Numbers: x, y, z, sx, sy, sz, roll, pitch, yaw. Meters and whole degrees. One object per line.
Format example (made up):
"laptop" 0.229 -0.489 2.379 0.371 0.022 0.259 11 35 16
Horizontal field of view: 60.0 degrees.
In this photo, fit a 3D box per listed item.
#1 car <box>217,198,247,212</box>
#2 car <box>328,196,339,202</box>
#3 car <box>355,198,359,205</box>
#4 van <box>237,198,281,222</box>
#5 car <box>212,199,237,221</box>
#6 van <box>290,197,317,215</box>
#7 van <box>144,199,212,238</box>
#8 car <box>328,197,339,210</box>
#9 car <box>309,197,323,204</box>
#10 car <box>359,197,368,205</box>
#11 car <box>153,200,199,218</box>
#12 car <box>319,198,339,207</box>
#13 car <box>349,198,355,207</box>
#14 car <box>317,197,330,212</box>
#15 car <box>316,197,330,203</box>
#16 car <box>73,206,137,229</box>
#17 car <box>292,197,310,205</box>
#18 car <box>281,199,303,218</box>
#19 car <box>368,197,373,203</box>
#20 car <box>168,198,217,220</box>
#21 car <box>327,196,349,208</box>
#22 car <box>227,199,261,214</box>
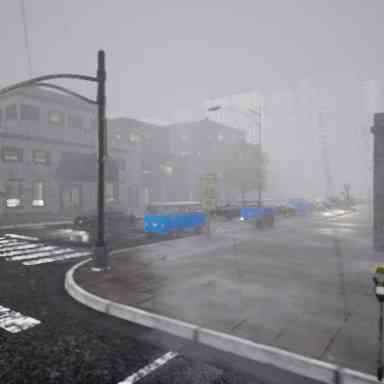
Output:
"car" 5.028 1.530 41.063 1.967 1.590 4.097 0 0 35
"car" 36.754 1.738 86.254 1.967 1.590 4.097 0 0 35
"car" 27.837 1.763 58.968 1.752 1.417 4.829 0 0 35
"van" 5.531 1.449 27.194 1.690 1.788 3.998 0 0 35
"car" 3.203 1.583 28.385 2.128 1.511 4.902 0 0 35
"van" 11.876 1.483 36.232 1.690 1.788 3.998 0 0 35
"van" -0.814 1.420 18.155 1.690 1.788 3.998 0 0 35
"car" 18.221 1.743 45.270 1.947 1.339 4.313 0 0 35
"car" 27.138 1.753 72.557 1.752 1.417 4.829 0 0 35
"car" 34.085 1.825 67.867 1.887 1.381 4.507 0 0 35
"car" -1.416 1.582 31.884 1.752 1.417 4.829 0 0 35
"car" 23.706 1.756 57.583 2.033 1.411 5.357 0 0 35
"car" 24.568 1.531 54.310 2.192 1.841 5.009 0 0 35
"car" 15.146 1.685 40.891 1.752 1.417 4.829 0 0 35
"car" 30.408 1.817 77.216 1.947 1.339 4.313 0 0 35
"car" -5.524 1.607 21.522 1.994 1.385 4.181 0 0 35
"car" 20.891 1.730 63.658 1.887 1.381 4.507 0 0 35
"car" 8.703 1.669 31.712 1.887 1.381 4.507 0 0 35
"car" 43.603 1.915 81.425 1.947 1.339 4.313 0 0 35
"car" 0.099 1.421 29.527 2.097 1.767 4.553 0 0 35
"car" 21.395 1.512 49.791 2.192 1.841 5.009 0 0 35
"car" 6.055 1.605 37.997 1.837 1.490 4.892 0 0 35
